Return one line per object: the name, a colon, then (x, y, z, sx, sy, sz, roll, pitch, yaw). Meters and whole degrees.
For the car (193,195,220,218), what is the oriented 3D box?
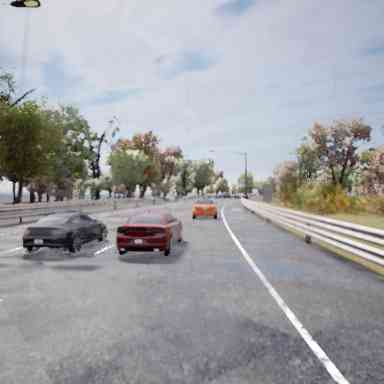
car: (1.251, 1.402, 30.417, 2.097, 1.767, 4.553, 0, 0, 4)

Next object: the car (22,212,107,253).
car: (-5.042, 1.545, 13.694, 1.812, 1.442, 4.674, 0, 0, 5)

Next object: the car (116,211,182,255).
car: (-1.545, 1.498, 13.511, 1.882, 1.535, 5.008, 0, 0, 5)
